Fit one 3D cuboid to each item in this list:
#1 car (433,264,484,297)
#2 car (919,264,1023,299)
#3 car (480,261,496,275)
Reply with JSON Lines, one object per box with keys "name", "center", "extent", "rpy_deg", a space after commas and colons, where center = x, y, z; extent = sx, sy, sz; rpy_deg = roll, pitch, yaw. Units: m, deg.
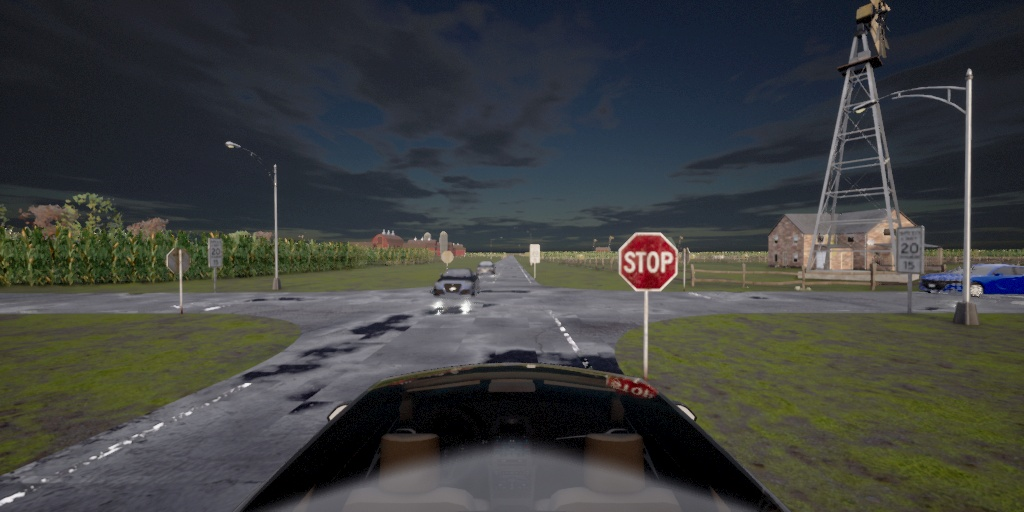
{"name": "car", "center": [-2.743, 1.326, 18.592], "extent": [1.994, 1.385, 4.181], "rpy_deg": [0, 0, 0]}
{"name": "car", "center": [22.385, 1.122, 16.899], "extent": [5.008, 1.535, 1.882], "rpy_deg": [0, 1, 2]}
{"name": "car", "center": [-2.732, 1.264, 38.459], "extent": [1.812, 1.442, 4.674], "rpy_deg": [0, 0, 0]}
